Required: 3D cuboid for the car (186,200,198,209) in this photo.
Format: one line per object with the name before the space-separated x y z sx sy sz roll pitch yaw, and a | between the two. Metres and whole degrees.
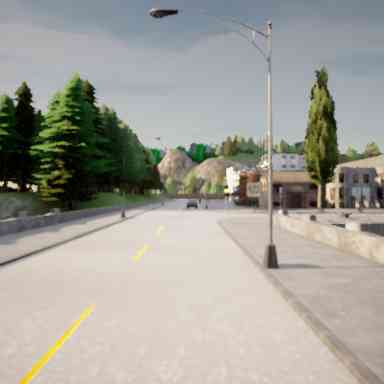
car | 0.001 2.085 55.651 1.837 1.490 4.892 0 -1 0
